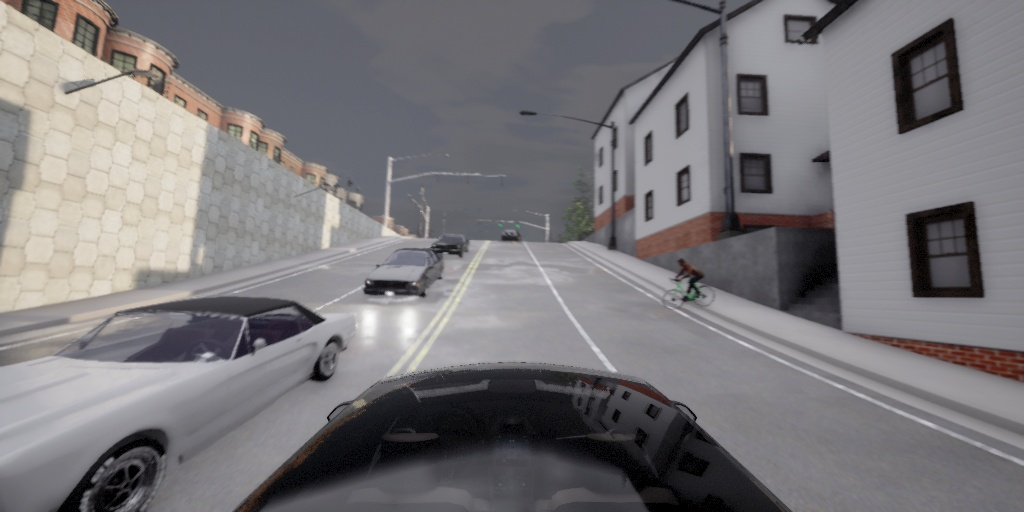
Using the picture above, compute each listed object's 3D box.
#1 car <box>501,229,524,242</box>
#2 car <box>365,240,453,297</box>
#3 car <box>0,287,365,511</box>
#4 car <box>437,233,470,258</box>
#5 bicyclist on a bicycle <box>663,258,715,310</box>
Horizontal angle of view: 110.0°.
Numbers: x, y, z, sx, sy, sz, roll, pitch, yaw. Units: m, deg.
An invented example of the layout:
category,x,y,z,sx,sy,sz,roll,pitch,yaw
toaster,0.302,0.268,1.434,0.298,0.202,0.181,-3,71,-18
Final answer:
category,x,y,z,sx,sy,sz,roll,pitch,yaw
car,0.106,-2.142,38.985,2.033,1.411,5.357,1,-2,9
car,-3.740,0.435,13.509,2.033,1.411,5.357,2,7,-1
car,-3.567,1.205,3.977,1.895,1.301,4.718,2,1,-1
car,-3.852,-0.751,23.006,1.895,1.301,4.718,2,7,-1
bicyclist on a bicycle,5.498,0.863,11.214,1.656,1.620,0.582,-6,6,1
